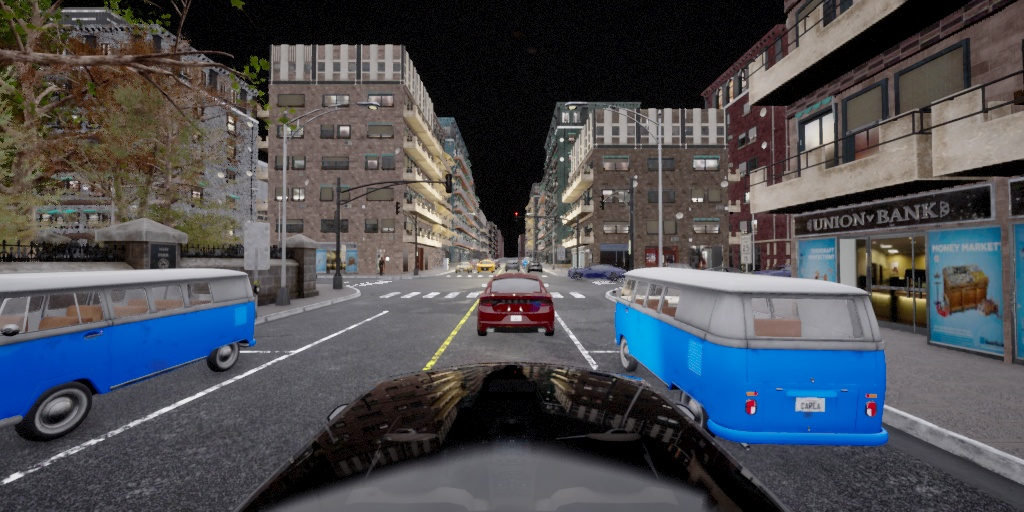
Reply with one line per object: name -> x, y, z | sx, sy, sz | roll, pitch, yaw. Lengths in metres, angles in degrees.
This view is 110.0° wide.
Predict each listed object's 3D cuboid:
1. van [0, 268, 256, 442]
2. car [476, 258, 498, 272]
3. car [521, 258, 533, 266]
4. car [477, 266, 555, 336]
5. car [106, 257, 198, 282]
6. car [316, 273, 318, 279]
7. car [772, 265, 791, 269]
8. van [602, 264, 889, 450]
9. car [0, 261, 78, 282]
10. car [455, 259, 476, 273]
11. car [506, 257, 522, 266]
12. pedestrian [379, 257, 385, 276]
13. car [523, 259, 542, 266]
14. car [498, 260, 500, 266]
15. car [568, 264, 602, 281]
van -> -5.657, 1.092, 5.054 | 1.690, 1.789, 3.998 | 0, 0, 0
car -> -3.112, 1.244, 43.692 | 1.882, 1.535, 5.008 | 0, 0, 0
car -> 2.680, 1.319, 48.644 | 2.007, 1.370, 4.403 | 0, 0, 0
car -> 0.096, 1.231, 10.416 | 1.882, 1.535, 5.008 | 0, 0, 0
car -> -25.837, 0.950, 25.856 | 4.553, 1.767, 2.097 | 0, -1, 1
car -> -16.610, 1.139, 25.745 | 4.902, 1.511, 2.128 | 0, -1, 1
car -> 21.626, 1.444, 28.502 | 4.674, 1.442, 1.812 | 0, -1, 1
van -> 2.658, 1.092, 5.055 | 1.690, 1.789, 3.998 | 0, 0, 0
car -> -35.364, 1.094, 25.971 | 5.357, 1.411, 2.033 | 0, -1, 1
car -> -5.699, 1.291, 42.829 | 1.751, 1.417, 4.829 | 0, 0, 0
car -> 0.079, 1.260, 49.287 | 2.128, 1.511, 4.902 | 0, 0, 0
pedestrian -> -12.547, 0.969, 34.440 | 0.375, 1.860, 0.375 | 0, -1, 1
car -> 2.682, 1.331, 43.001 | 1.948, 1.339, 4.313 | 0, 0, 0
car -> -3.109, 1.318, 53.653 | 2.033, 1.411, 5.357 | 0, 0, 0
car -> 6.936, 1.344, 29.311 | 4.674, 1.442, 1.812 | 1, -1, 11
